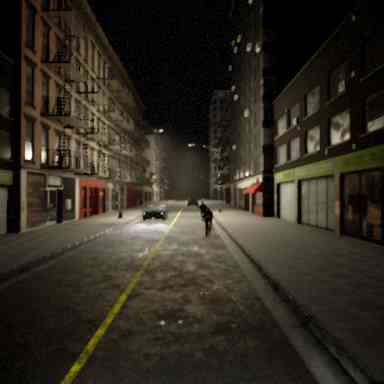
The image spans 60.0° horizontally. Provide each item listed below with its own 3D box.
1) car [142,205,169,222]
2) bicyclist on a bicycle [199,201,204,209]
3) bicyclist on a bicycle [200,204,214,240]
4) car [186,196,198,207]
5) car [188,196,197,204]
[{"bbox_3d":[-3.073,1.780,28.582,1.895,1.301,4.718,0,0,0],"label":"car"},{"bbox_3d":[0.848,1.535,25.565,0.659,1.776,1.843,0,0,0],"label":"bicyclist on a bicycle"},{"bbox_3d":[0.839,1.568,16.739,0.582,1.620,1.656,0,-1,0],"label":"bicyclist on a bicycle"},{"bbox_3d":[0.151,1.817,59.363,1.812,1.442,4.674,0,0,0],"label":"car"},{"bbox_3d":[0.070,1.817,76.487,1.882,1.535,5.008,0,0,0],"label":"car"}]
